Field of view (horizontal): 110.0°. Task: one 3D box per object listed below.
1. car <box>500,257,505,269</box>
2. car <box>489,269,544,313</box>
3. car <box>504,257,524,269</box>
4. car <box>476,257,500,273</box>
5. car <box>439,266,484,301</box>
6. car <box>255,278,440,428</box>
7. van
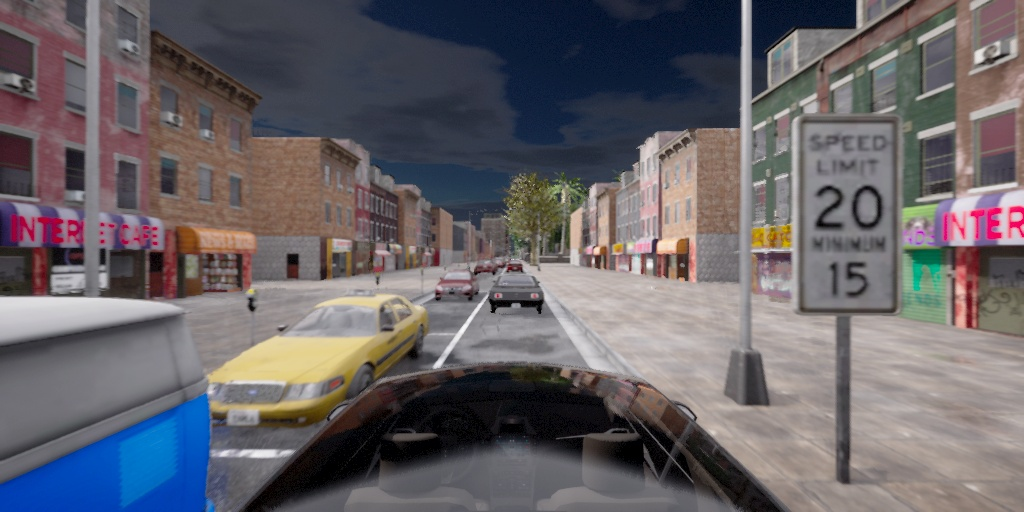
[{"bbox_3d":[-2.273,1.311,56.605,1.888,1.381,4.507,0,0,0],"label":"car"},{"bbox_3d":[0.171,1.355,14.122,1.895,1.301,4.718,0,0,1],"label":"car"},{"bbox_3d":[0.380,1.245,43.518,1.882,1.535,5.008,0,0,1],"label":"car"},{"bbox_3d":[-2.744,1.108,38.577,2.097,1.767,4.553,0,0,0],"label":"car"},{"bbox_3d":[-2.543,1.329,17.324,1.802,1.307,4.207,0,0,0],"label":"car"},{"bbox_3d":[-2.621,1.269,5.931,1.751,1.417,4.829,0,0,0],"label":"car"},{"bbox_3d":[-2.659,1.083,0.489,1.690,1.789,3.998,0,0,0],"label":"van"}]
